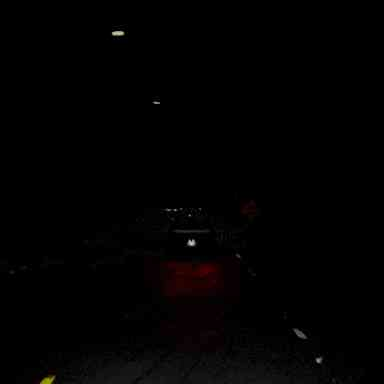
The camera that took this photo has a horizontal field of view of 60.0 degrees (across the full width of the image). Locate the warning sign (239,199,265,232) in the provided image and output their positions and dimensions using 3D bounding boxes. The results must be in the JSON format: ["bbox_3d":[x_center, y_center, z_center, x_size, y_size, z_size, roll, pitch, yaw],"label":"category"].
[{"bbox_3d":[3.496,1.341,19.562,1.300,1.860,1.060,0,-1,0],"label":"warning sign"}]

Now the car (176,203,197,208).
[{"bbox_3d":[-0.117,1.923,29.341,1.994,1.385,4.181,0,-1,0],"label":"car"}]

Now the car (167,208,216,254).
[{"bbox_3d":[-0.020,1.655,14.325,2.128,1.511,4.902,0,-1,0],"label":"car"}]

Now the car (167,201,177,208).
[{"bbox_3d":[-4.296,2.782,71.012,2.097,1.767,4.553,0,-2,-1],"label":"car"}]
